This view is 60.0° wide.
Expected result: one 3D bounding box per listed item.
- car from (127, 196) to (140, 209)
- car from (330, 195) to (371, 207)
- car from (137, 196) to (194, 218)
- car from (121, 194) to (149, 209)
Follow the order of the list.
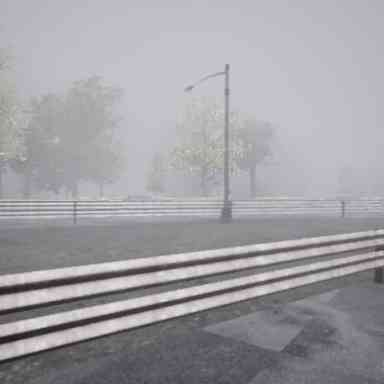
[{"bbox_3d":[-3.223,1.269,29.549,4.181,1.385,1.994,0,0,-22],"label":"car"},{"bbox_3d":[18.153,1.228,37.928,4.553,1.767,2.097,0,0,-20],"label":"car"},{"bbox_3d":[-1.828,1.262,26.336,4.181,1.385,1.994,0,0,-22],"label":"car"},{"bbox_3d":[-4.646,1.061,32.727,4.553,1.767,2.097,0,0,-22],"label":"car"}]
